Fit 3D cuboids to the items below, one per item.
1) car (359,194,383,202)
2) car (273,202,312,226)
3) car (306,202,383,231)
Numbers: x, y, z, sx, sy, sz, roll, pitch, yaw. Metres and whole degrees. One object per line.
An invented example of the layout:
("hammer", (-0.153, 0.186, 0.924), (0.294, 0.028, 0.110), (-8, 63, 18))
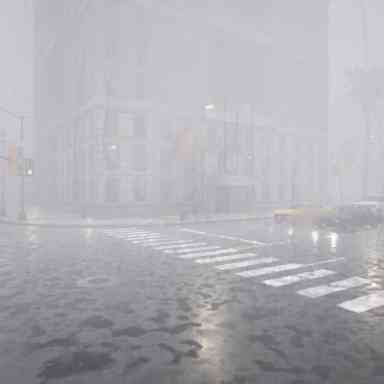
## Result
("car", (16.420, 1.219, 29.479), (5.566, 2.045, 2.150), (0, 0, -33))
("car", (7.951, 1.476, 23.833), (5.008, 1.535, 1.882), (0, 0, -34))
("car", (9.886, 1.546, 20.920), (5.357, 1.411, 2.033), (0, 0, -34))
